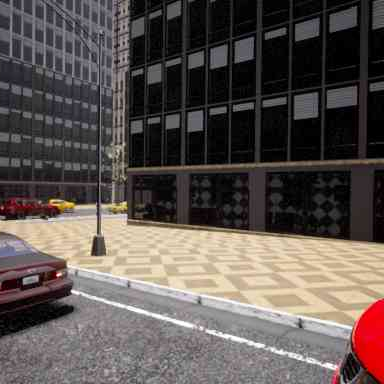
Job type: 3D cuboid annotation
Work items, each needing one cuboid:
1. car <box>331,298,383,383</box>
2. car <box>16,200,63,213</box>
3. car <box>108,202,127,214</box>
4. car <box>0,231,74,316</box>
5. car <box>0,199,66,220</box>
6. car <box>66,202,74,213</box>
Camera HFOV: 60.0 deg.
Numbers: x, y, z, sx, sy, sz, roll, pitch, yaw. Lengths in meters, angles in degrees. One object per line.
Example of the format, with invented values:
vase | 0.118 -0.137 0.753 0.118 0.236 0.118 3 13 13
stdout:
car | 3.474 1.222 1.196 5.566 2.045 2.150 0 0 36
car | -17.874 1.642 39.185 1.752 1.417 4.829 1 0 37
car | -7.579 1.830 38.995 1.752 1.417 4.829 1 0 37
car | -4.797 1.544 7.122 5.357 1.411 2.033 0 0 35
car | -14.401 1.519 29.801 2.192 1.841 5.009 1 0 37
car | -15.798 1.636 37.624 1.882 1.535 5.008 1 0 37
